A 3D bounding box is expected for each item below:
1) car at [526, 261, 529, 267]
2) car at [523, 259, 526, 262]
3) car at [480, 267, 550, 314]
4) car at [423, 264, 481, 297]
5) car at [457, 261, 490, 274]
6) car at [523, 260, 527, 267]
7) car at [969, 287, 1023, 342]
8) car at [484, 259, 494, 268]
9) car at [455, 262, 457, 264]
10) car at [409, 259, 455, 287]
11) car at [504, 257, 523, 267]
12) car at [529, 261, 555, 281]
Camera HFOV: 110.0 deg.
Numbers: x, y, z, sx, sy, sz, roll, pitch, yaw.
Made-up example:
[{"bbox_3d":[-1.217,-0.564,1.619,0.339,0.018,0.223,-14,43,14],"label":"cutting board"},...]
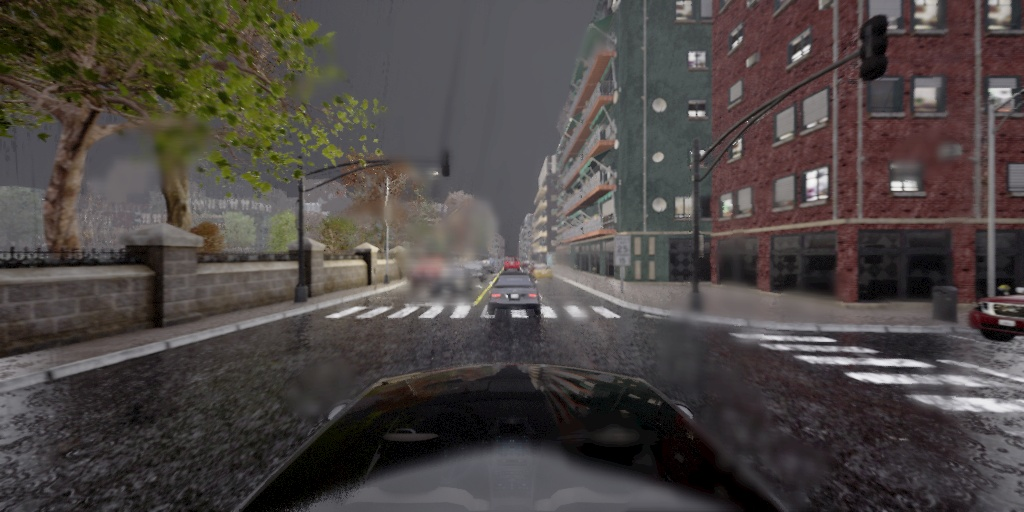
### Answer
[{"bbox_3d":[2.691,1.409,36.420,1.888,1.381,4.507,0,0,0],"label":"car"},{"bbox_3d":[2.692,1.511,64.096,1.888,1.381,4.507,0,0,0],"label":"car"},{"bbox_3d":[0.100,1.335,13.961,2.033,1.411,5.357,0,0,0],"label":"car"},{"bbox_3d":[-3.093,1.353,19.669,2.033,1.411,5.357,0,0,0],"label":"car"},{"bbox_3d":[-3.092,1.366,29.685,1.812,1.442,4.674,0,0,1],"label":"car"},{"bbox_3d":[2.691,1.434,41.956,2.007,1.370,4.403,0,0,0],"label":"car"},{"bbox_3d":[14.598,1.360,8.763,5.009,1.841,2.192,0,0,0],"label":"car"},{"bbox_3d":[-3.066,1.434,42.732,2.033,1.411,5.357,0,0,1],"label":"car"},{"bbox_3d":[-5.690,1.304,36.420,1.967,1.591,4.097,0,0,0],"label":"car"},{"bbox_3d":[-5.690,1.139,25.349,2.192,1.841,5.009,0,0,0],"label":"car"},{"bbox_3d":[0.002,1.136,50.283,2.150,2.045,5.566,0,0,0],"label":"car"},{"bbox_3d":[2.691,1.370,31.055,1.751,1.417,4.829,0,0,0],"label":"car"}]
